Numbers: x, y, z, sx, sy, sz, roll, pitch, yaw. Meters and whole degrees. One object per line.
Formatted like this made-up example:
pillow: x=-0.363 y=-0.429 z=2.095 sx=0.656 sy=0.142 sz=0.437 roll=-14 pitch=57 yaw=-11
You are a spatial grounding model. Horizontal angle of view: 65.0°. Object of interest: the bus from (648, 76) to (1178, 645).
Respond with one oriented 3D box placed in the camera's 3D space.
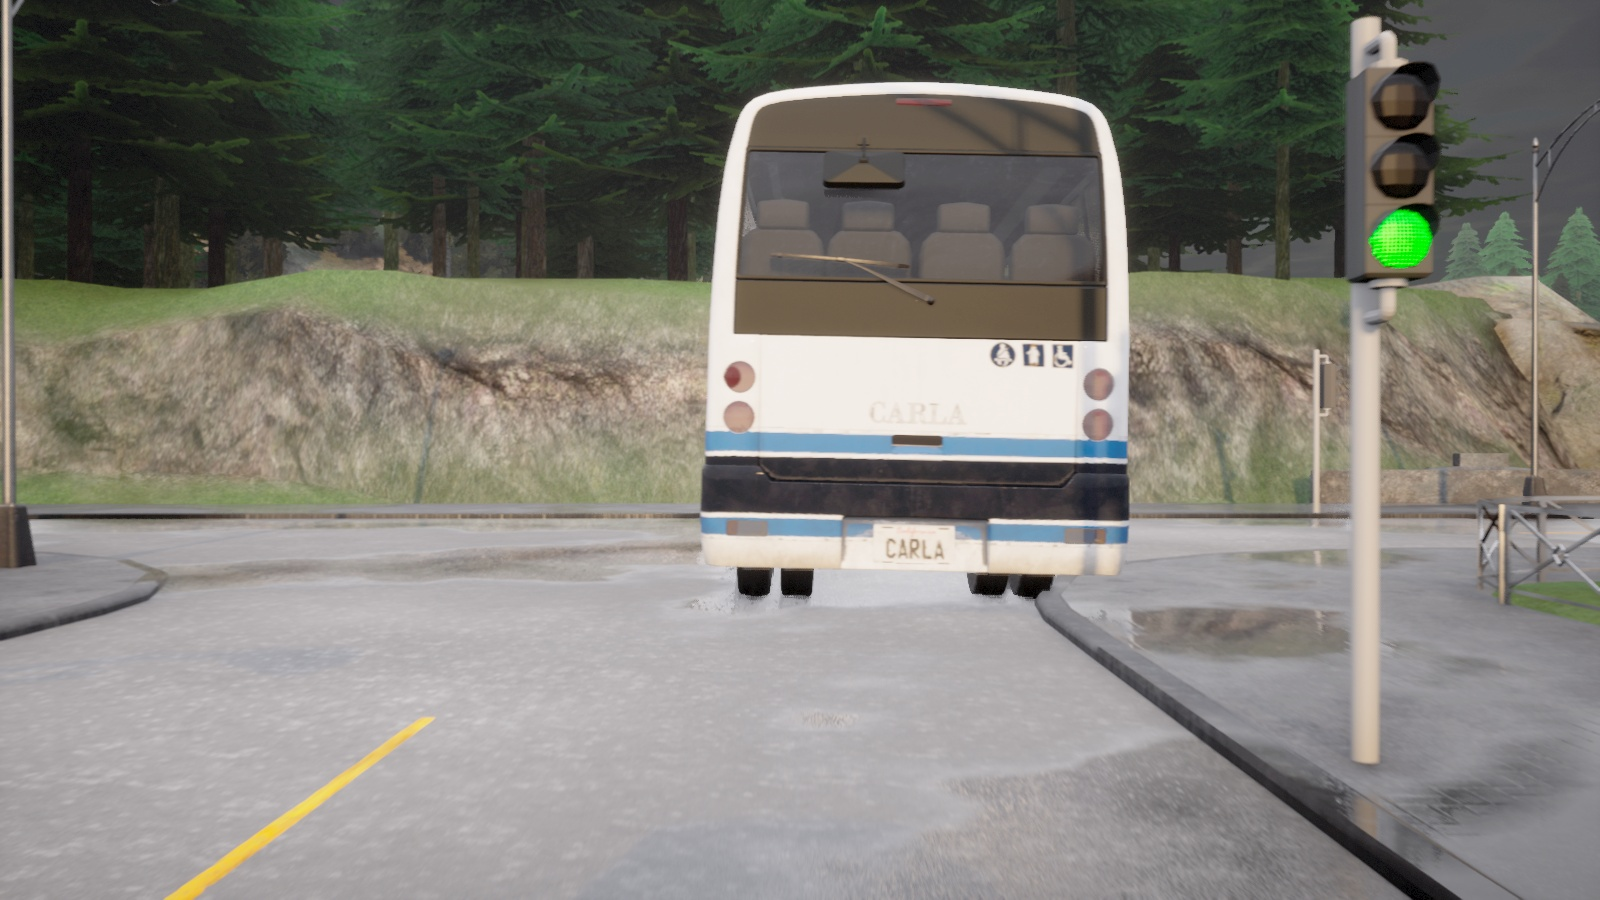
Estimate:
bus: x=0.911 y=-0.714 z=14.741 sx=3.944 sy=4.253 sz=10.273 roll=1 pitch=0 yaw=1
